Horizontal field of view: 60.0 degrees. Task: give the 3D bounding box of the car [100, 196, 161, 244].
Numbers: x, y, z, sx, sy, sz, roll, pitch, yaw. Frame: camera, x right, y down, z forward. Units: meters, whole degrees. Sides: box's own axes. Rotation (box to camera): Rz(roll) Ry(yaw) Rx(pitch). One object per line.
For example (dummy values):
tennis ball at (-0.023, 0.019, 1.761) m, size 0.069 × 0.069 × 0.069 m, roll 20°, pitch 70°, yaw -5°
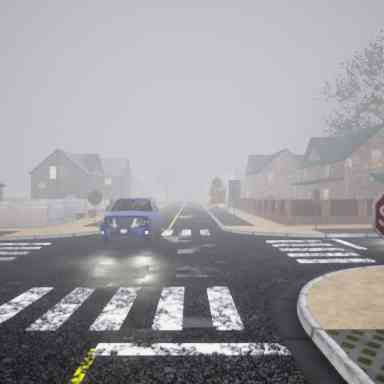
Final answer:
car at (-2.776, 1.241, 16.255) m, size 2.150 × 2.045 × 5.566 m, roll 0°, pitch 0°, yaw 0°
